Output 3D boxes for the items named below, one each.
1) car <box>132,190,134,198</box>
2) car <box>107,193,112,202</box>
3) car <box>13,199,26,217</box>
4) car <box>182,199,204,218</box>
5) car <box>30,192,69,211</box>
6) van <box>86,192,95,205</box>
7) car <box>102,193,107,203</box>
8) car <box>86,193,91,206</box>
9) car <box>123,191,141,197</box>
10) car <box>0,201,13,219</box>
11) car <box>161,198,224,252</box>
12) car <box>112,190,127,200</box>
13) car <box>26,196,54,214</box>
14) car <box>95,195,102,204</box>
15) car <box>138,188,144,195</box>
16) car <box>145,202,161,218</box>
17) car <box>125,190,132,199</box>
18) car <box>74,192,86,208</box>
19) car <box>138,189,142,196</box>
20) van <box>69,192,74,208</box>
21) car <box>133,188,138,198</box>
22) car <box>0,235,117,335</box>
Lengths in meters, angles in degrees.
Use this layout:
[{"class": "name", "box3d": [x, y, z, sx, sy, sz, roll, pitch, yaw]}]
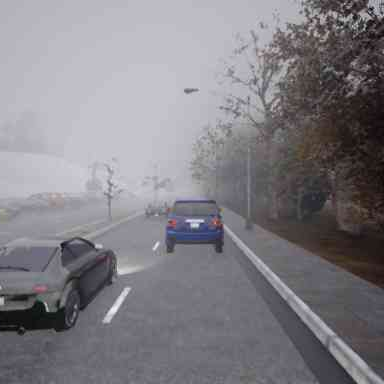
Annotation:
[{"class": "car", "box3d": [-16.846, 0.890, 78.590, 4.674, 1.452, 2.002, -1, 1, -20]}, {"class": "car", "box3d": [-16.828, 1.150, 57.589, 4.792, 1.488, 2.163, -1, 0, -20]}, {"class": "car", "box3d": [-16.843, 1.496, 27.732, 4.792, 1.488, 2.163, -1, 0, -20]}, {"class": "car", "box3d": [0.098, 1.448, 31.154, 1.837, 1.490, 4.892, 0, 1, 0]}, {"class": "car", "box3d": [-16.895, 1.130, 36.656, 5.566, 2.045, 2.435, -1, 1, -20]}, {"class": "van", "box3d": [-16.970, 1.009, 48.560, 4.442, 1.987, 1.878, -1, 1, -20]}, {"class": "car", "box3d": [-16.850, 1.198, 54.570, 4.674, 1.452, 2.002, -1, 1, -20]}, {"class": "car", "box3d": [-16.854, 1.271, 45.624, 4.892, 1.521, 2.231, -1, 1, -20]}, {"class": "car", "box3d": [-16.858, 0.595, 93.588, 4.792, 1.488, 2.163, -1, 2, -20]}, {"class": "car", "box3d": [-16.700, 1.480, 24.804, 5.366, 1.575, 1.946, -1, 0, -20]}, {"class": "car", "box3d": [0.099, 1.246, 14.196, 2.150, 2.045, 5.566, 0, 0, 0]}, {"class": "car", "box3d": [-16.821, 1.000, 69.594, 4.792, 1.488, 2.163, -1, 0, -20]}, {"class": "car", "box3d": [-16.863, 1.452, 33.689, 4.674, 1.452, 2.002, -1, 1, -20]}, {"class": "car", "box3d": [-16.829, 1.069, 51.596, 4.553, 1.767, 2.185, -1, 1, -20]}, {"class": "car", "box3d": [-16.863, 0.382, 90.583, 5.566, 2.045, 2.435, -1, 1, -20]}, {"class": "car", "box3d": [-2.902, 1.558, 29.476, 1.895, 1.301, 4.718, 0, 0, 0]}, {"class": "car", "box3d": [-17.015, 0.894, 75.516, 5.366, 1.575, 1.946, -1, 1, -20]}, {"class": "car", "box3d": [-16.840, 1.055, 42.652, 5.566, 2.045, 2.435, -1, 0, -20]}, {"class": "car", "box3d": [-16.664, 0.688, 87.661, 5.366, 1.575, 1.946, -1, 1, -20]}, {"class": "van", "box3d": [-16.758, 1.117, 39.700, 4.442, 1.987, 1.878, -1, 0, -20]}, {"class": "car", "box3d": [-16.817, 0.554, 81.604, 5.566, 2.045, 2.435, -1, 1, -20]}, {"class": "car", "box3d": [-2.906, 1.579, 6.892, 1.994, 1.385, 4.181, 0, 0, 0]}]
